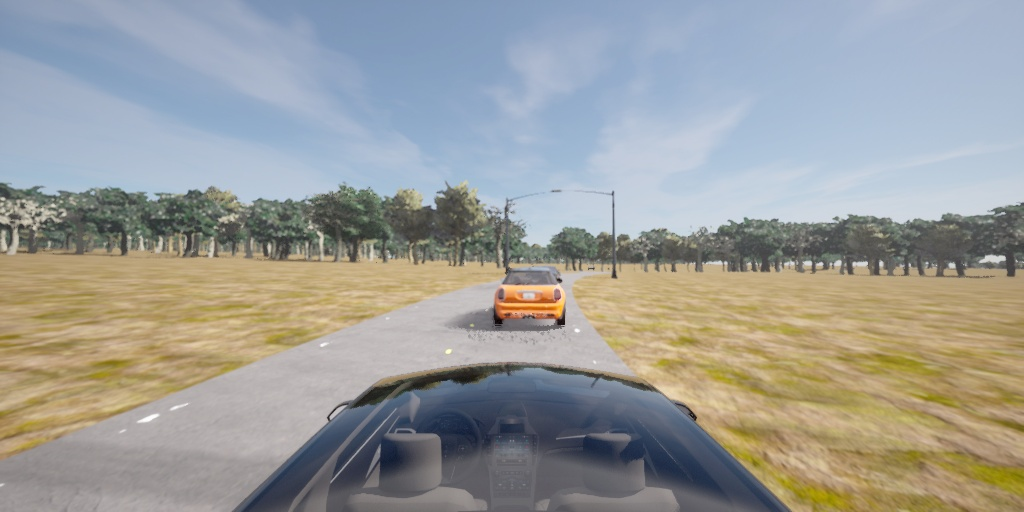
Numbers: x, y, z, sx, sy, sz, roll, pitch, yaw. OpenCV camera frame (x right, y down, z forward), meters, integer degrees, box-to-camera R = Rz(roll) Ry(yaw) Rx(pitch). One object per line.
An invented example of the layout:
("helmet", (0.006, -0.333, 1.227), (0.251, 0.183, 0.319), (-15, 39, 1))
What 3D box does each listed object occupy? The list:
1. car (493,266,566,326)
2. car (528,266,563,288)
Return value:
("car", (0.651, 1.149, 12.080), (2.097, 1.767, 4.553), (0, 0, 5))
("car", (2.584, 1.452, 26.362), (2.033, 1.411, 5.357), (0, -1, 11))
